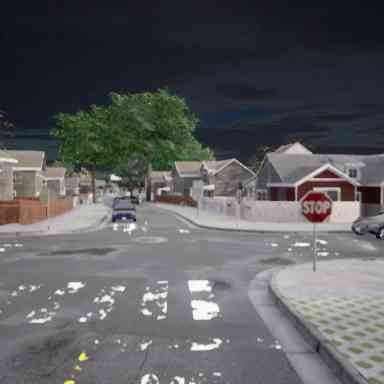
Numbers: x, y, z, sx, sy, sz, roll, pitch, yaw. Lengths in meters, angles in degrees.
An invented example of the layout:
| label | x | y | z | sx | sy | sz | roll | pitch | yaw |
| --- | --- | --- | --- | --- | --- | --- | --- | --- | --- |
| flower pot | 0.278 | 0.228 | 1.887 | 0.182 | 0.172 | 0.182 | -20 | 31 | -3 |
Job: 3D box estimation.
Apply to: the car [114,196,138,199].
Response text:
| label | x | y | z | sx | sy | sz | roll | pitch | yaw |
| --- | --- | --- | --- | --- | --- | --- | --- | --- | --- |
| car | -7.521 | 1.521 | 37.041 | 2.033 | 1.411 | 5.357 | 0 | 0 | -14 |

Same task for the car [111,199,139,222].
| label | x | y | z | sx | sy | sz | roll | pitch | yaw |
| --- | --- | --- | --- | --- | --- | --- | --- | --- | --- |
| car | -5.371 | 1.529 | 26.626 | 2.033 | 1.411 | 5.357 | 0 | 0 | -10 |

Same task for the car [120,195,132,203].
| label | x | y | z | sx | sy | sz | roll | pitch | yaw |
| --- | --- | --- | --- | --- | --- | --- | --- | --- | --- |
| car | -13.190 | 1.411 | 65.937 | 1.882 | 1.535 | 5.008 | 0 | 0 | -16 |

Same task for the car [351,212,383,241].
| label | x | y | z | sx | sy | sz | roll | pitch | yaw |
| --- | --- | --- | --- | --- | --- | --- | --- | --- | --- |
| car | 10.561 | 1.623 | 17.017 | 4.674 | 1.442 | 1.812 | 1 | 1 | -11 |
